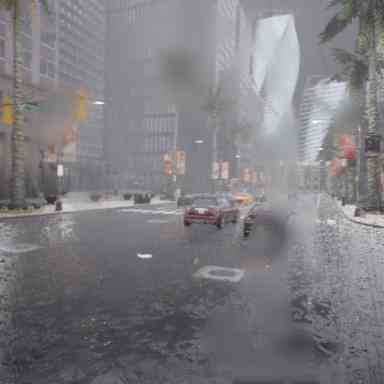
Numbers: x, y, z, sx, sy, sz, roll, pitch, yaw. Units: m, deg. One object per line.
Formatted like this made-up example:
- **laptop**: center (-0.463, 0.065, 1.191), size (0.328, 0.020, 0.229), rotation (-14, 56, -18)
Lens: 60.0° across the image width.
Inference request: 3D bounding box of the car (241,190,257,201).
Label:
- **car**: center (6.501, 0.855, 42.180), size (1.882, 1.535, 5.008), rotation (2, 1, 22)

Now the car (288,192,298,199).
- **car**: center (21.719, 0.752, 71.313), size (1.812, 1.442, 4.674), rotation (2, 1, 21)

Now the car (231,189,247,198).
- **car**: center (9.687, 0.335, 68.111), size (2.185, 1.767, 4.553), rotation (2, 1, 21)

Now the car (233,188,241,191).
- **car**: center (3.098, 0.799, 33.709), size (2.097, 1.767, 4.553), rotation (2, 1, 22)

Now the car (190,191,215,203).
- **car**: center (1.546, 0.662, 47.748), size (2.161, 1.482, 4.786), rotation (2, 1, 21)

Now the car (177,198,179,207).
- **car**: center (0.079, 0.813, 35.583), size (1.882, 1.535, 5.008), rotation (2, 1, 22)

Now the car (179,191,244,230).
- **car**: center (1.266, 1.021, 19.068), size (2.097, 1.767, 4.553), rotation (2, 1, 22)

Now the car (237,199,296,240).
- **car**: center (3.769, 1.296, 15.904), size (1.837, 1.490, 4.892), rotation (2, 1, 22)

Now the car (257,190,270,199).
- **car**: center (10.258, 0.652, 51.571), size (2.097, 1.767, 4.553), rotation (2, 1, 22)

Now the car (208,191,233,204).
- **car**: center (3.897, 0.736, 45.047), size (1.882, 1.535, 5.008), rotation (2, 1, 22)

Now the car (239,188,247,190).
- **car**: center (7.813, 0.398, 54.880), size (2.150, 2.045, 5.566), rotation (2, 1, 22)

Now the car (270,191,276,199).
- **car**: center (14.009, 0.574, 60.987), size (2.097, 1.767, 4.553), rotation (2, 1, 22)
